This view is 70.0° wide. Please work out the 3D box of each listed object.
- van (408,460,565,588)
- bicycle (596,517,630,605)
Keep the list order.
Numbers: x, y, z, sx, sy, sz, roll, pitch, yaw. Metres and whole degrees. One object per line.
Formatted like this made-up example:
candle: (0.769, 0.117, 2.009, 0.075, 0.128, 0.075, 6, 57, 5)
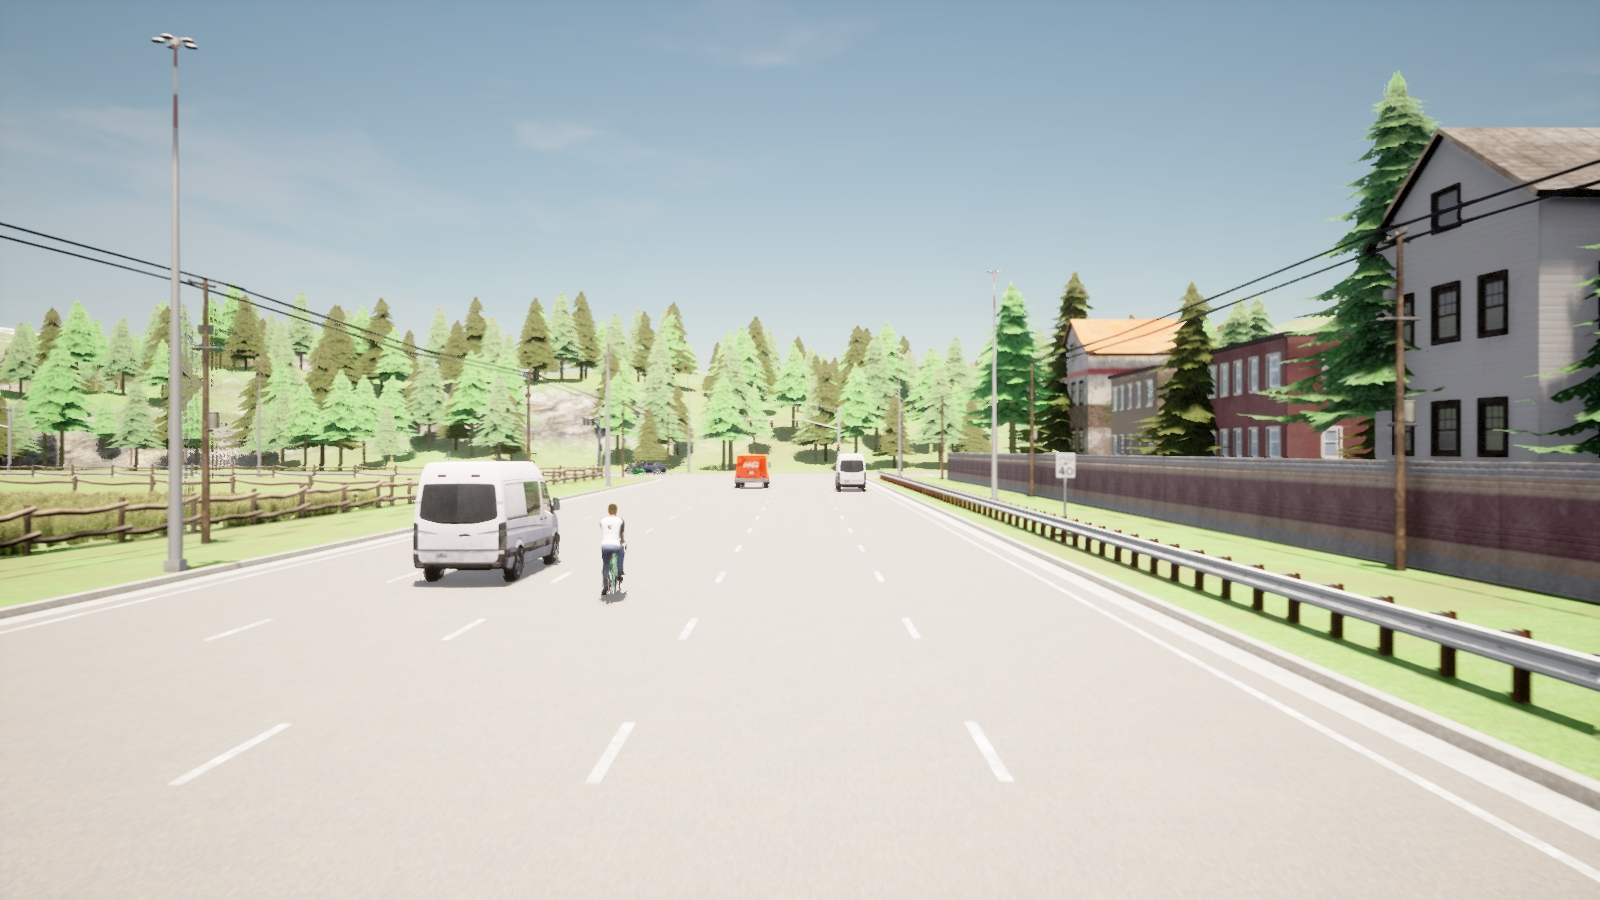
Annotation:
van: (-6.996, 1.534, 26.258, 1.988, 2.561, 5.915, 0, 0, 0)
bicycle: (-3.499, 2.056, 21.452, 0.373, 1.496, 1.643, 0, 0, 0)
